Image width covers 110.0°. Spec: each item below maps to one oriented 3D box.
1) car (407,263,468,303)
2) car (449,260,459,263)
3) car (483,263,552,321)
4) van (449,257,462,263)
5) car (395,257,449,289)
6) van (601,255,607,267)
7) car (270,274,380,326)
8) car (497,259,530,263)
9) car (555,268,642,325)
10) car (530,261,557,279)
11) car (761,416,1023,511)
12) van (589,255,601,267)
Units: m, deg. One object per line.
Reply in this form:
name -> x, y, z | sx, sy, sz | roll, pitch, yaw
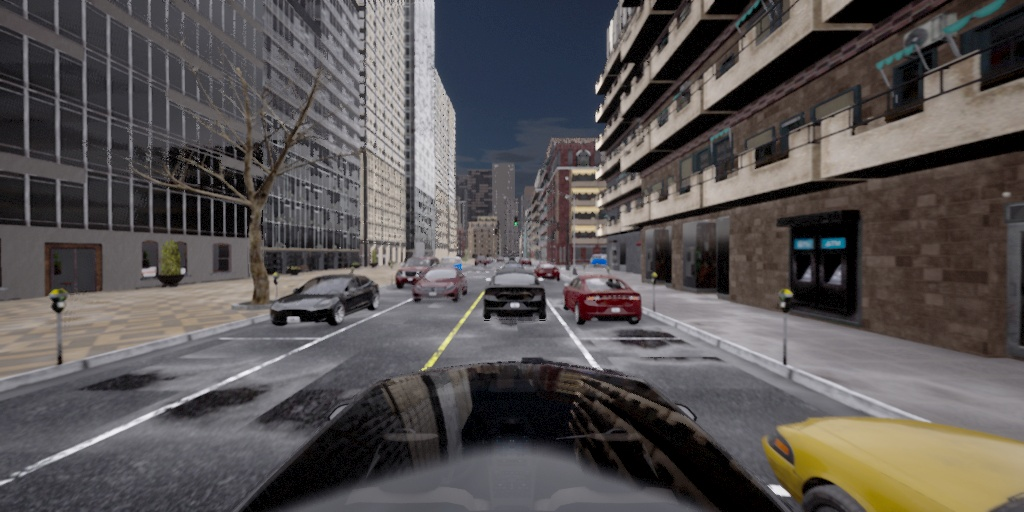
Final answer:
car -> -3.097, 1.216, 16.337 | 1.812, 1.442, 4.674 | 0, 0, 0
car -> -5.688, 1.212, 28.088 | 1.948, 1.339, 4.313 | 0, 0, 0
car -> 0.089, 1.184, 12.364 | 1.882, 1.535, 5.008 | 0, 0, 0
van -> -5.687, 0.967, 33.611 | 1.690, 1.789, 3.998 | 0, 0, 0
car -> -5.689, 0.981, 22.565 | 2.192, 1.841, 5.009 | 0, 0, 0
van -> 13.749, 0.737, 45.187 | 3.998, 1.789, 1.690 | 0, 0, 0
car -> -5.690, 1.276, 11.520 | 1.948, 1.339, 4.313 | 0, 0, 0
car -> 0.096, 1.192, 28.202 | 2.033, 1.411, 5.357 | 0, 0, 0
car -> 2.690, 1.255, 11.518 | 1.888, 1.381, 4.507 | 0, 0, 0
car -> 2.692, 1.191, 28.085 | 1.888, 1.381, 4.507 | 0, 0, 0
car -> 2.688, 1.280, 0.642 | 1.751, 1.417, 4.829 | 0, 0, 0
van -> 13.729, 0.668, 53.568 | 3.998, 1.789, 1.690 | 0, 0, 0
